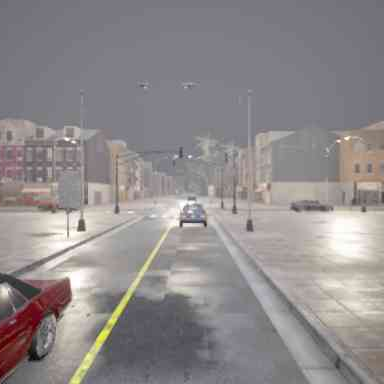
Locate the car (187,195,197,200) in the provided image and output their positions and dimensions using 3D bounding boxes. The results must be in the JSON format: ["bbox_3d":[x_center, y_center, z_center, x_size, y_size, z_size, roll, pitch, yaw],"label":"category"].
[{"bbox_3d":[-0.013,1.339,75.082,1.882,1.535,5.008,0,0,0],"label":"car"}]

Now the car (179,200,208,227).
[{"bbox_3d":[0.079,1.492,22.316,2.033,1.411,5.357,0,0,0],"label":"car"}]

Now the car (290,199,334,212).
[{"bbox_3d":[12.346,1.435,34.436,4.313,1.339,1.947,0,0,0],"label":"car"}]

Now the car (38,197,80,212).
[{"bbox_3d":[-14.530,1.308,37.011,4.553,1.767,2.097,0,0,0],"label":"car"}]

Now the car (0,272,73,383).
[{"bbox_3d":[-2.850,1.592,3.117,1.895,1.301,4.718,0,0,0],"label":"car"}]
